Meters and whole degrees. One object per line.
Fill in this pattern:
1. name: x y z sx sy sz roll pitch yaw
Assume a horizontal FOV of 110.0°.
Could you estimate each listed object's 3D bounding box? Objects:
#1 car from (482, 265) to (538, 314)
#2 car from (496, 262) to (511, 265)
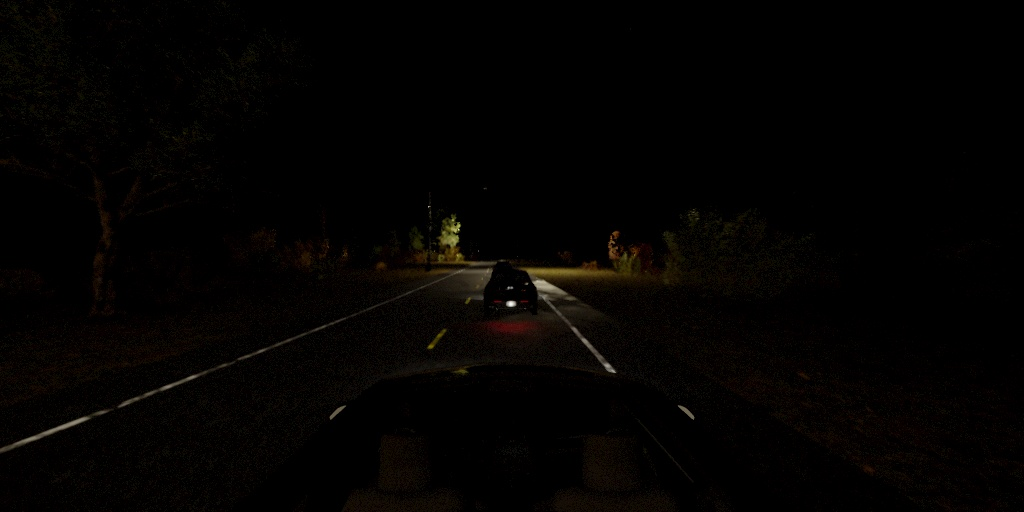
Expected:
1. car: -0.080 1.247 13.686 1.837 1.490 4.892 0 0 -1
2. car: -0.791 1.253 33.446 1.812 1.442 4.674 0 0 -2
